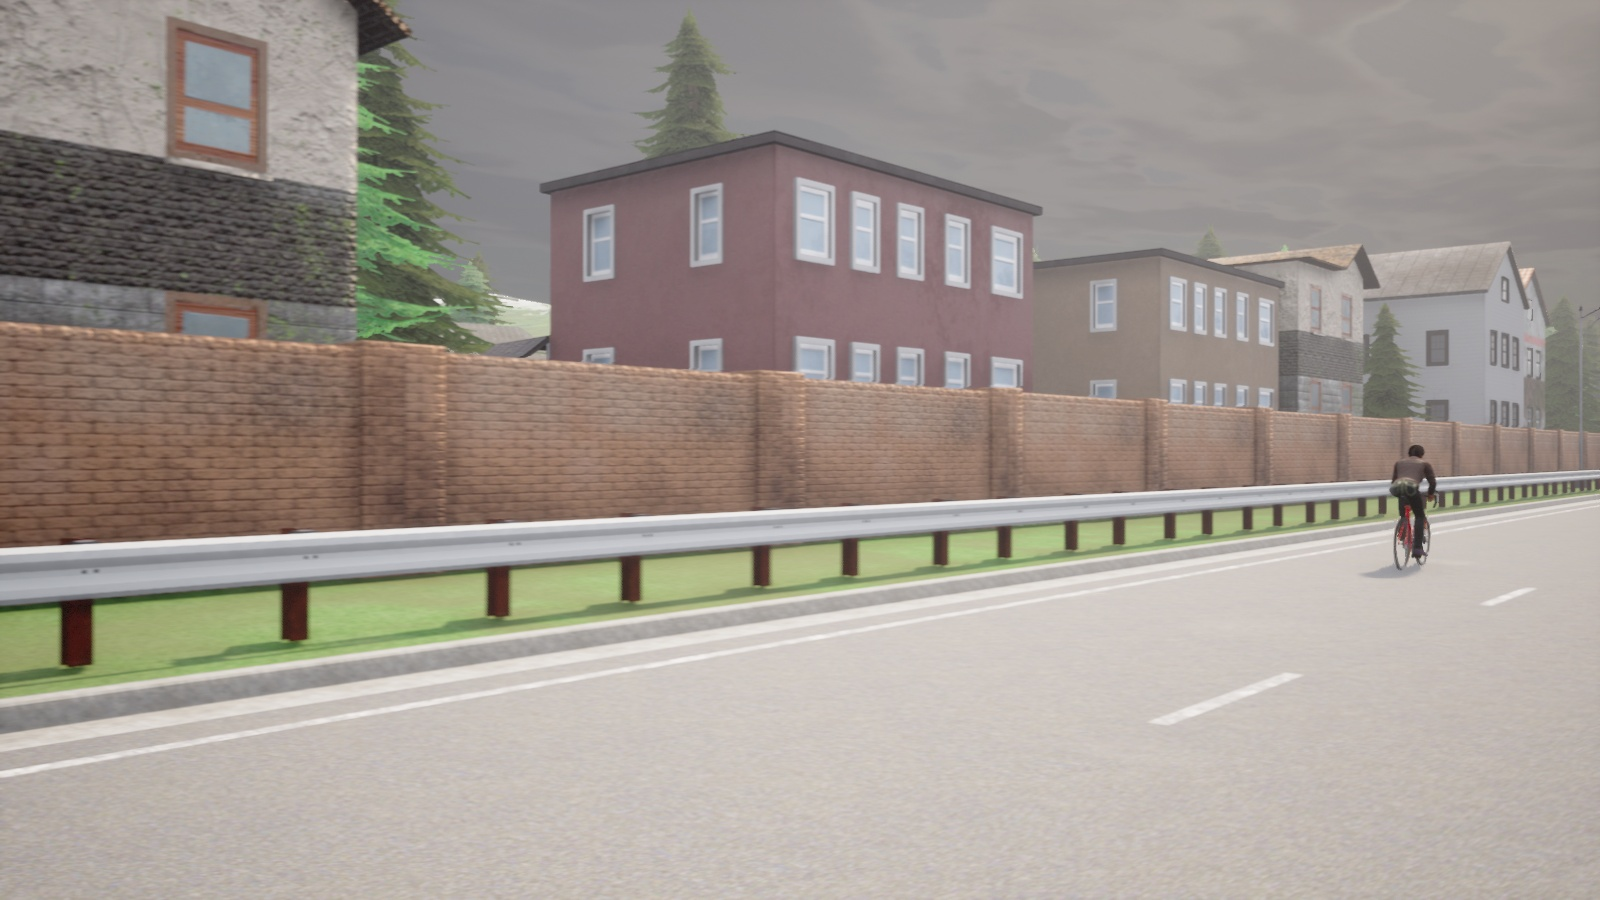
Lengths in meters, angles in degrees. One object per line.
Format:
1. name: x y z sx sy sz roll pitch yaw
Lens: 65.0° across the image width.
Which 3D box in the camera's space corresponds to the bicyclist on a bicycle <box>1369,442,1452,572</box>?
1. bicyclist on a bicycle: 8.029 0.721 16.484 0.582 1.620 1.656 0 0 41
